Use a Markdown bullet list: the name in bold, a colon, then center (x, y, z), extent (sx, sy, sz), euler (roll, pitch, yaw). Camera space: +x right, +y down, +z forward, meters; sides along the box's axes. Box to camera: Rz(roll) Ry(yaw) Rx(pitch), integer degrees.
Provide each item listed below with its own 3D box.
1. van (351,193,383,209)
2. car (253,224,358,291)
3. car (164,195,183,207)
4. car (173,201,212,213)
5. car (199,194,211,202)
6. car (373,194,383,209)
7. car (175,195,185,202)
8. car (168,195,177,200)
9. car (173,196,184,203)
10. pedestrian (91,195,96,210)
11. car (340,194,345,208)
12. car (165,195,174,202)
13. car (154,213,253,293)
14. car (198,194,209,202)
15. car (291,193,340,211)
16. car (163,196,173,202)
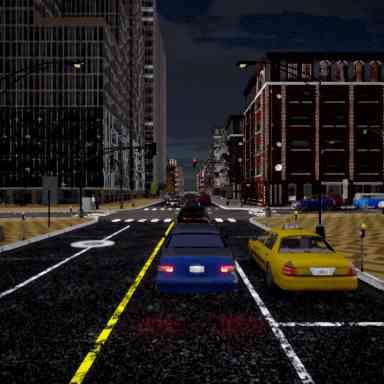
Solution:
- **van**: center (20.963, 1.050, 39.092), extent (3.998, 1.788, 1.690), euler (-1, 1, -1)
- **car**: center (2.563, 1.525, 8.838), extent (1.752, 1.417, 4.829), euler (0, 0, 0)
- **car**: center (-2.821, 1.494, 49.830), extent (2.128, 1.511, 4.902), euler (0, 0, -1)
- **car**: center (0.080, 1.505, 18.728), extent (1.837, 1.490, 4.892), euler (0, 0, 0)
- **car**: center (2.553, 1.319, 63.485), extent (2.192, 1.841, 5.009), euler (0, 0, 0)
- **car**: center (23.082, 1.214, 36.664), extent (4.674, 1.442, 1.812), euler (-1, 0, 0)
- **car**: center (-2.765, 1.531, 79.347), extent (2.128, 1.511, 4.902), euler (0, 0, 0)
- **car**: center (-5.331, 1.559, 91.449), extent (2.008, 1.369, 4.403), euler (0, 0, 0)
- **car**: center (-2.762, 1.569, 69.071), extent (1.994, 1.385, 4.181), euler (0, 0, 0)
- **pedestrian**: center (-12.355, 1.271, 41.673), extent (0.375, 1.860, 0.375), euler (0, 1, -1)
- **car**: center (15.307, 1.095, 39.032), extent (5.009, 1.841, 2.192), euler (-1, 1, -1)
- **car**: center (-5.330, 1.551, 80.263), extent (1.887, 1.381, 4.507), euler (0, 0, 0)
- **car**: center (0.095, 1.547, 8.987), extent (2.033, 1.411, 5.357), euler (0, 0, 0)
- **car**: center (2.551, 1.320, 74.671), extent (2.192, 1.841, 5.009), euler (0, 0, 0)
- **car**: center (13.280, 1.162, 36.530), extent (4.553, 1.767, 2.097), euler (-1, 0, -1)
- **car**: center (-5.329, 1.556, 74.670), extent (2.008, 1.369, 4.403), euler (0, 0, 0)
